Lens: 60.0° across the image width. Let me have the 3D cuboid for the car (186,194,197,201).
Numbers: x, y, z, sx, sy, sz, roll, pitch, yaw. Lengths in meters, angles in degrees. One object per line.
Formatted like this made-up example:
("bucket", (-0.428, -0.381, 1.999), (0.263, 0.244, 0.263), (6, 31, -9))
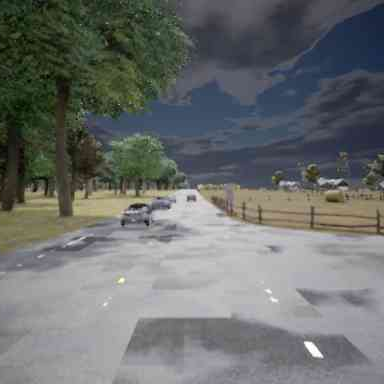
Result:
("car", (-0.101, 1.050, 68.027), (2.128, 1.511, 4.902), (0, 1, 0))

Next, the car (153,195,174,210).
("car", (-3.712, 1.213, 41.289), (2.097, 1.767, 4.553), (0, 0, 0))

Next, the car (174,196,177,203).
("car", (-3.719, 1.202, 58.282), (1.812, 1.442, 4.674), (0, 1, 0))

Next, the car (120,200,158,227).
("car", (-3.657, 1.503, 23.013), (1.812, 1.442, 4.674), (0, 0, 0))
